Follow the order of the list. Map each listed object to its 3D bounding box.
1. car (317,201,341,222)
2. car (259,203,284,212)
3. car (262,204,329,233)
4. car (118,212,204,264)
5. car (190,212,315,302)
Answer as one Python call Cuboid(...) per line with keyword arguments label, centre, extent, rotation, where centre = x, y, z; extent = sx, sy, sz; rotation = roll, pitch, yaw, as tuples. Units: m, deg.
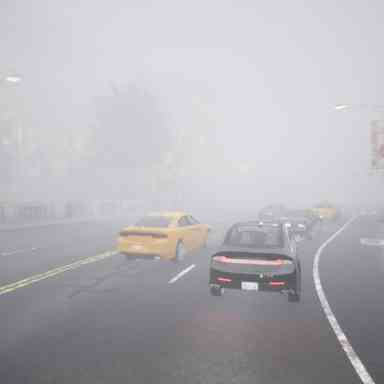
Cuboid(label="car", centre=(10.584, 1.453, 26.274), extent=(1.801, 1.575, 5.366), rotation=(0, 0, 30))
Cuboid(label="car", centre=(6.739, 1.560, 26.365), extent=(1.994, 1.385, 4.181), rotation=(0, 0, 30))
Cuboid(label="car", centre=(5.559, 1.545, 17.320), extent=(2.033, 1.411, 5.357), rotation=(0, 0, 29))
Cuboid(label="car", centre=(-0.754, 1.476, 12.094), extent=(1.882, 1.535, 5.008), rotation=(0, 0, 20))
Cuboid(label="car", centre=(1.695, 1.490, 8.367), extent=(2.128, 1.511, 4.902), rotation=(0, 0, 15))
